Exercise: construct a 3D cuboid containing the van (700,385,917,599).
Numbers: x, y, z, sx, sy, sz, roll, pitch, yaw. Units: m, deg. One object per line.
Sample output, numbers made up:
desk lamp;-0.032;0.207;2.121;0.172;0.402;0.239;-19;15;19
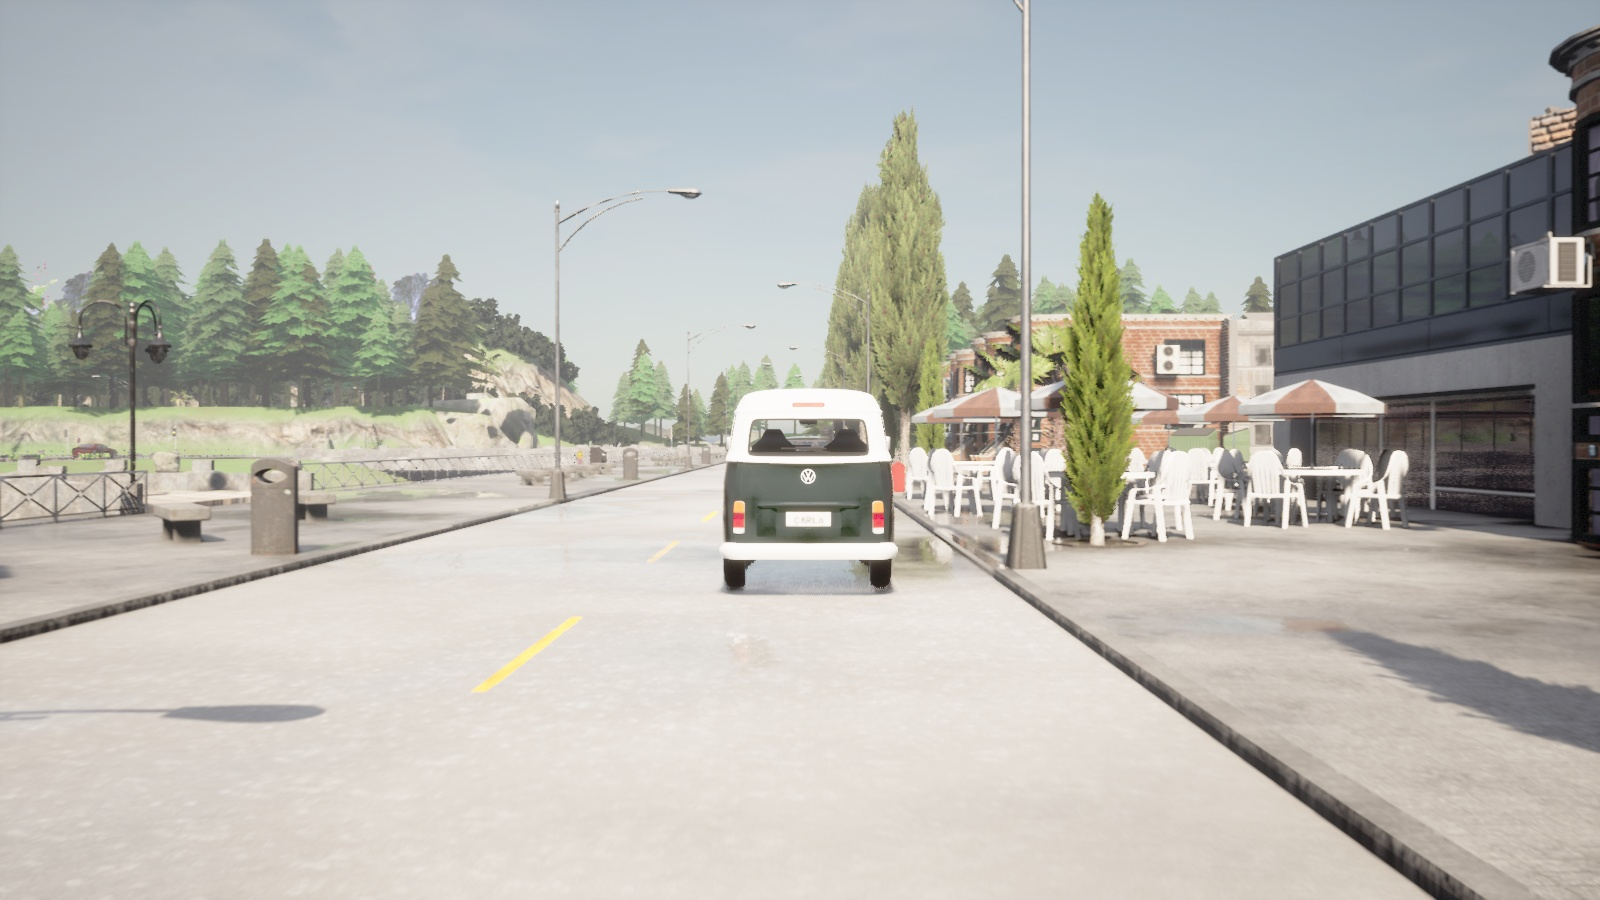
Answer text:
van;0.094;0.390;14.235;2.069;2.038;4.480;0;0;0
